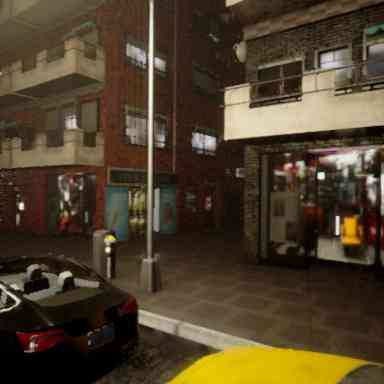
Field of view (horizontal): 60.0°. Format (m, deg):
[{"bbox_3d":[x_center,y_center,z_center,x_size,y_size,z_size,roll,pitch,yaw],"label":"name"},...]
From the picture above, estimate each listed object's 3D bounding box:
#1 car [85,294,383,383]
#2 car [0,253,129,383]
[{"bbox_3d":[1.766,1.524,1.602,4.829,1.417,1.752,0,1,36],"label":"car"},{"bbox_3d":[-2.655,1.574,4.758,4.313,1.339,1.947,0,1,36],"label":"car"}]
